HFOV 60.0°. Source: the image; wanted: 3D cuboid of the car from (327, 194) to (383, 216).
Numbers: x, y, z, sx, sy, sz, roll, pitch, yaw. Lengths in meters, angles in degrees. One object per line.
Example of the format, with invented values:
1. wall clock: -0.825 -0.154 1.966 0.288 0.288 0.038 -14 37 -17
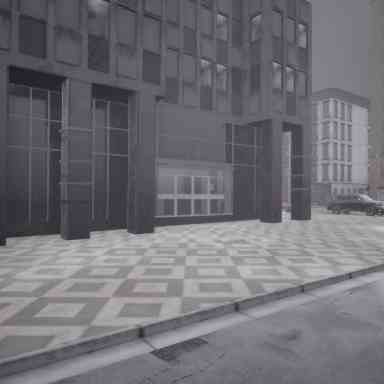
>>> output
1. car: 15.795 1.190 31.887 2.150 2.045 5.566 1 -1 -36

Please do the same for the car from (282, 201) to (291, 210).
1. car: 9.928 1.498 40.056 1.812 1.442 4.674 1 -1 -36
